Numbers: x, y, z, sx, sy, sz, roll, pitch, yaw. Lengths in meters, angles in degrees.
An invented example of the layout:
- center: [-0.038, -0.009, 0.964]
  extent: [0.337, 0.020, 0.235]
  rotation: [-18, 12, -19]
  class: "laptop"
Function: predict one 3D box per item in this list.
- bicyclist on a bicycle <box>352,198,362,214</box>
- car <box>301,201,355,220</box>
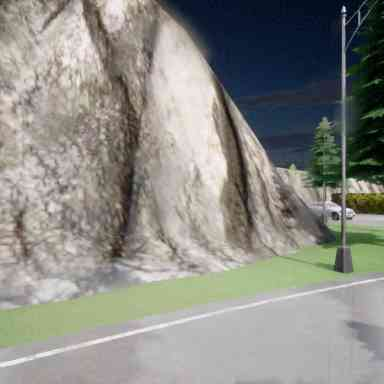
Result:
- center: [16.507, 1.453, 33.370]
  extent: [1.656, 1.620, 0.582]
  rotation: [0, 0, -28]
  class: "bicyclist on a bicycle"
- center: [11.332, 1.526, 27.991]
  extent: [1.812, 1.442, 4.674]
  rotation: [0, 0, -28]
  class: "car"
